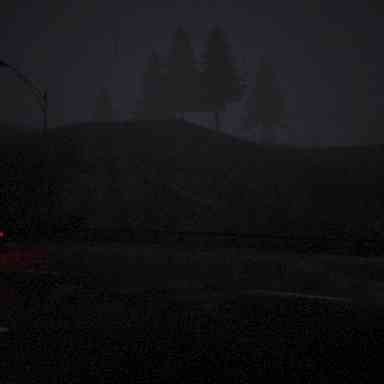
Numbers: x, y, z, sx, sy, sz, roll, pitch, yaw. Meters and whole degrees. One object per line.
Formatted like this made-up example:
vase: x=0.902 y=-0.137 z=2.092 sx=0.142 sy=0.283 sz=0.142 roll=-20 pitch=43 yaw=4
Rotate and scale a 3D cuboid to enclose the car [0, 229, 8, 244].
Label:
car: x=-9.791 y=1.687 z=12.930 sx=4.718 sy=1.301 sz=1.895 roll=0 pitch=0 yaw=15
